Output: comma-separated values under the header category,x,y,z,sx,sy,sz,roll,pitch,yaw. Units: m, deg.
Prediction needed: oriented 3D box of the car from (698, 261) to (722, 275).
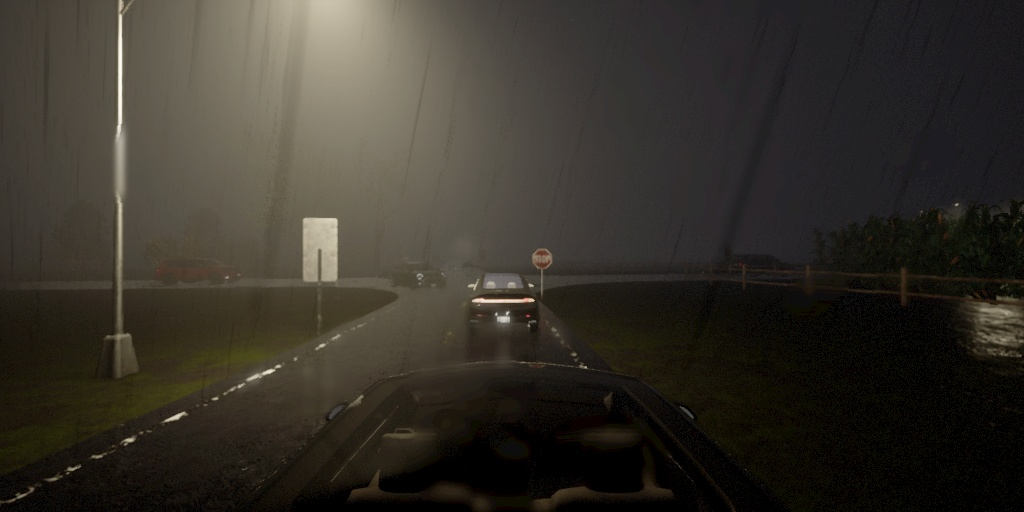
category,x,y,z,sx,sy,sz,roll,pitch,yaw
car,21.601,1.205,35.976,5.357,1.411,2.033,0,0,-7

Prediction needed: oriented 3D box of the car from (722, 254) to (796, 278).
category,x,y,z,sx,sy,sz,roll,pitch,yaw
car,22.513,0.873,32.393,5.566,2.045,2.150,0,0,-7

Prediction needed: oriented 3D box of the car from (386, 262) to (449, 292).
category,x,y,z,sx,sy,sz,roll,pitch,yaw
car,-5.793,1.168,22.254,2.097,1.767,4.553,0,0,-40

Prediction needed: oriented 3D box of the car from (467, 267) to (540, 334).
category,x,y,z,sx,sy,sz,roll,pitch,yaw
car,-0.316,1.269,10.761,2.128,1.511,4.902,0,0,-3

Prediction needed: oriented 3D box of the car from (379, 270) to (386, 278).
category,x,y,z,sx,sy,sz,roll,pitch,yaw
car,-9.154,1.423,32.516,5.357,1.411,2.033,0,0,-5

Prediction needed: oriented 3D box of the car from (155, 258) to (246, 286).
category,x,y,z,sx,sy,sz,roll,pitch,yaw
car,-23.832,1.192,27.545,5.566,2.045,2.150,0,0,-4
